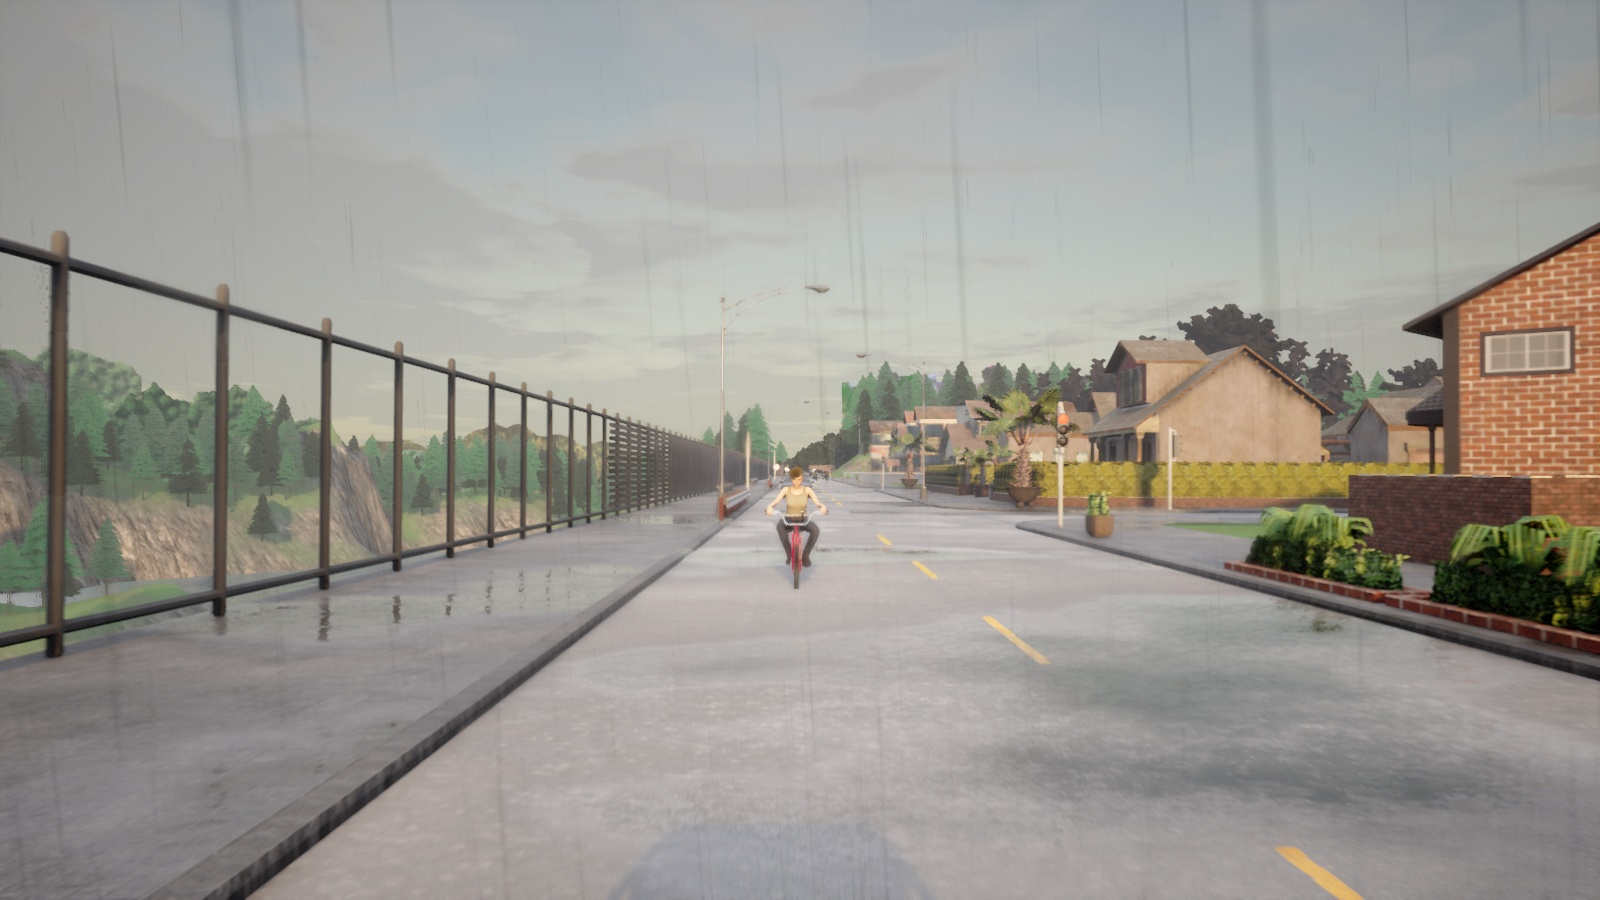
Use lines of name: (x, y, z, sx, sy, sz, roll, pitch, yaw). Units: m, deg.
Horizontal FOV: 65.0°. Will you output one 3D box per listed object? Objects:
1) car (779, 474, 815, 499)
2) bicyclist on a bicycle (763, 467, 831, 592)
car: (-0.174, 2.110, 74.528, 2.033, 1.411, 5.357, 0, -1, 0)
bicyclist on a bicycle: (-0.036, 1.035, 16.973, 0.866, 1.612, 1.509, 0, -1, 0)
